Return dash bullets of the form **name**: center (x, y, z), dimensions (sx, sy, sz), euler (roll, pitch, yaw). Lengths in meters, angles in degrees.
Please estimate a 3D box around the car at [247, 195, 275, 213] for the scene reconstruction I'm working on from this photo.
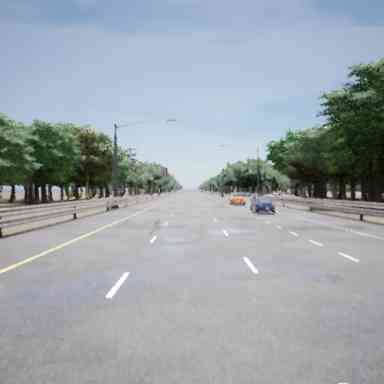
- **car**: center (7.004, 1.337, 33.203), dimensions (1.812, 1.442, 4.674), euler (0, 0, 0)

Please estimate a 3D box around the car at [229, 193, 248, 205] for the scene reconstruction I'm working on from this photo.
- **car**: center (7.011, 1.041, 52.354), dimensions (2.097, 1.767, 4.553), euler (0, 0, 0)
